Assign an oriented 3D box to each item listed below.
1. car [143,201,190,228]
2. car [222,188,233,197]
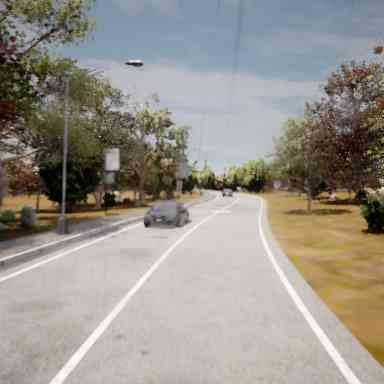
[{"bbox_3d":[-1.401,1.241,19.512,1.994,1.385,4.181,0,1,10],"label":"car"},{"bbox_3d":[6.397,0.124,59.815,2.128,1.511,4.902,0,2,7],"label":"car"}]
